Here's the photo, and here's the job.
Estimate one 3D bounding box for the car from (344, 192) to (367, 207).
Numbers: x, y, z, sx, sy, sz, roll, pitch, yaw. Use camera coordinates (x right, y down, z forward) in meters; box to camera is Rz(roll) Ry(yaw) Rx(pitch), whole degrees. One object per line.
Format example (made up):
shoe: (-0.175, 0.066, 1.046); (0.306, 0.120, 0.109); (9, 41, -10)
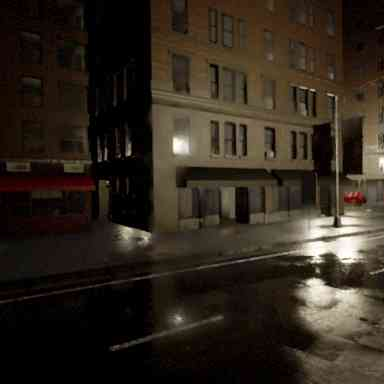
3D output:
car: (19.652, 0.863, 42.708); (2.192, 1.841, 5.009); (-1, 1, -44)
